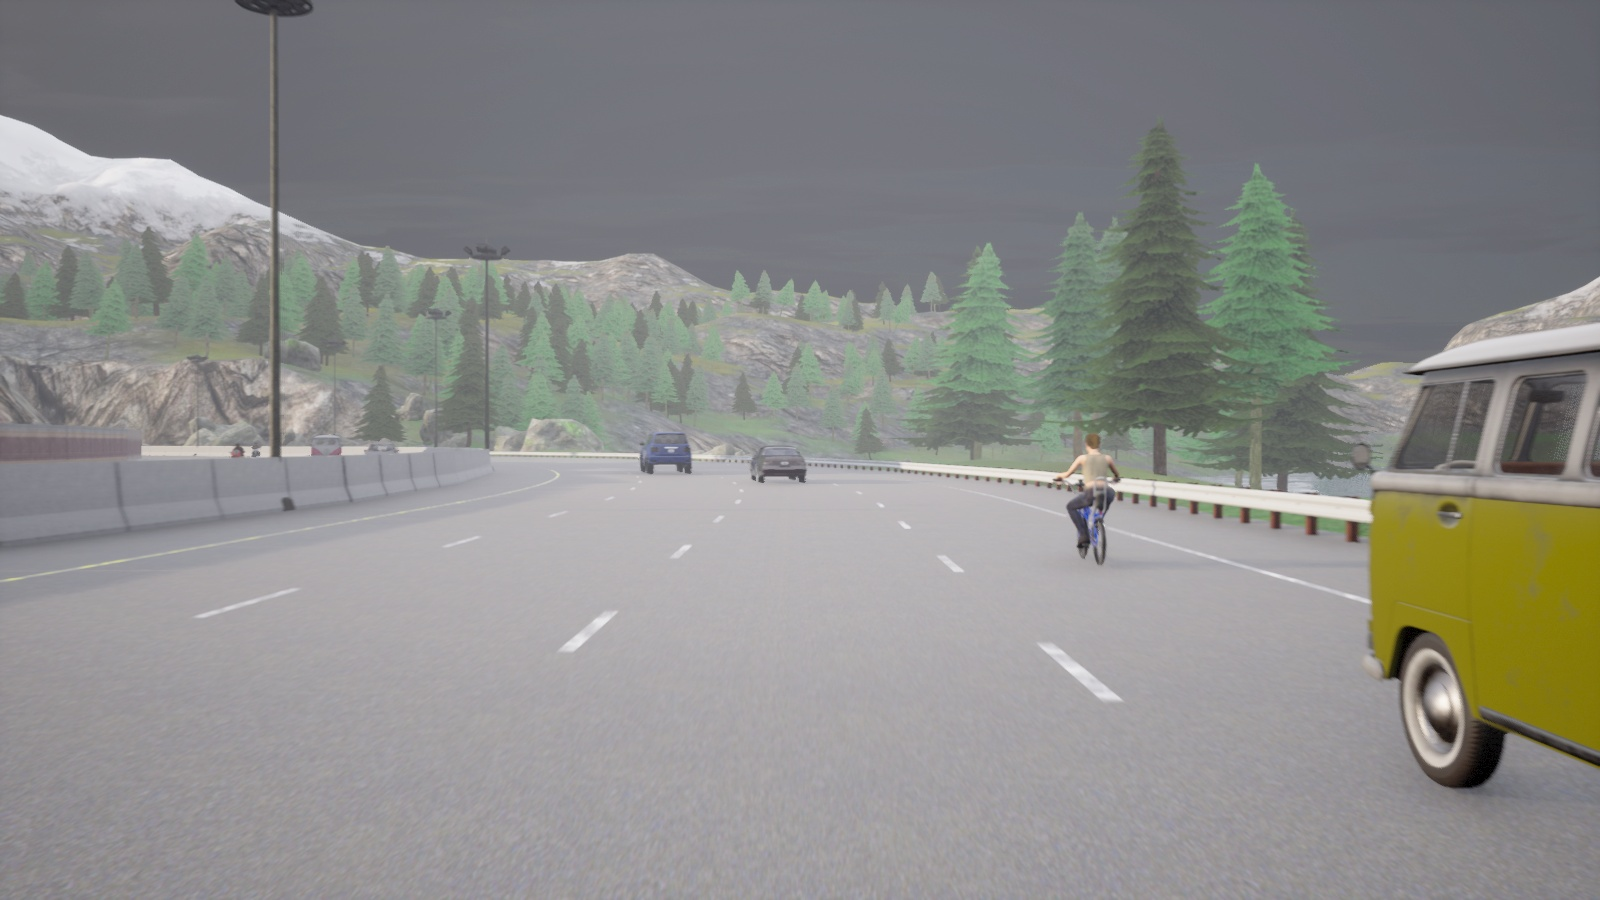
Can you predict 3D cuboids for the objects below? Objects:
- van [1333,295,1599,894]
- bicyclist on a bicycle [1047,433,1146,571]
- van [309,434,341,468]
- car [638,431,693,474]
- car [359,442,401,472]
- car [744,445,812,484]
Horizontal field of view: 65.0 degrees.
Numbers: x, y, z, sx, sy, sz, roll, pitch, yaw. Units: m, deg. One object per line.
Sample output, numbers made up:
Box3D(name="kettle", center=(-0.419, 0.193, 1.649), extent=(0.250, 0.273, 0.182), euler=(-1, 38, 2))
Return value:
Box3D(name="van", center=(3.538, 0.480, 4.043), extent=(1.775, 1.987, 4.442), euler=(0, 0, 0))
Box3D(name="bicyclist on a bicycle", center=(3.599, 0.600, 15.387), extent=(0.866, 1.612, 1.509), euler=(0, 0, 1))
Box3D(name="van", center=(-29.097, 0.047, 76.989), extent=(1.775, 1.987, 4.442), euler=(0, 0, -20))
Box3D(name="car", center=(-6.753, 0.112, 62.495), extent=(2.150, 2.045, 5.566), euler=(0, 0, -12))
Box3D(name="car", center=(-21.788, 0.344, 65.193), extent=(1.789, 1.549, 3.705), euler=(0, 0, -14))
Box3D(name="car", center=(-0.919, 0.521, 48.822), extent=(2.033, 1.411, 5.357), euler=(0, 0, -7))
